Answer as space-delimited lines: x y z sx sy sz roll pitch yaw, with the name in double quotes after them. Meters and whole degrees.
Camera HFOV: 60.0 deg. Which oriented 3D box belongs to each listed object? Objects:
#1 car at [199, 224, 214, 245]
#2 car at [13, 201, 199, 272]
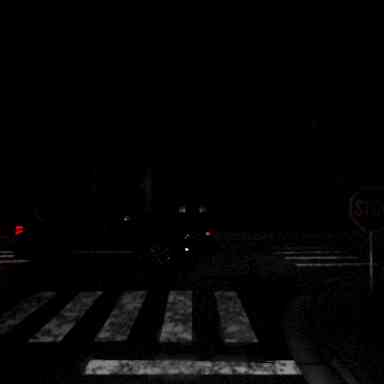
-1.790 1.684 13.613 5.357 1.411 2.033 -1 -2 0 "car"
-2.672 1.291 10.666 5.566 2.045 2.150 -1 -1 0 "car"
